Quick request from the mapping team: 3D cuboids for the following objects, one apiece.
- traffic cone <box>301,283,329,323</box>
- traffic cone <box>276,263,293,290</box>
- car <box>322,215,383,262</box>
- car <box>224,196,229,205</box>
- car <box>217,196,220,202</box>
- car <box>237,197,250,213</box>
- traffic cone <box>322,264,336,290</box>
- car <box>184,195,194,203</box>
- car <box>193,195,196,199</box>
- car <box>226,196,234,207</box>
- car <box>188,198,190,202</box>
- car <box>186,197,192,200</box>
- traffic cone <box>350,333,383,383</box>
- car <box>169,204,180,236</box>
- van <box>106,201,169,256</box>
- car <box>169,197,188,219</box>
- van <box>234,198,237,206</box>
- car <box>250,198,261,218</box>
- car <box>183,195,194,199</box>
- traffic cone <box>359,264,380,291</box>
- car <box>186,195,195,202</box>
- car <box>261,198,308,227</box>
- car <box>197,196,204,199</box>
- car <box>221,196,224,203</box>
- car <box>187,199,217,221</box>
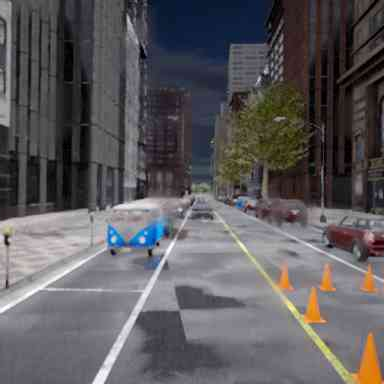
[{"bbox_3d":[2.178,1.994,5.982,0.340,0.580,0.340,1,0,1],"label":"traffic cone"},{"bbox_3d":[2.224,1.998,7.981,0.340,0.580,0.340,1,0,1],"label":"traffic cone"},{"bbox_3d":[6.471,1.549,12.582,1.967,1.590,4.097,1,0,1],"label":"car"},{"bbox_3d":[7.633,1.874,63.322,1.947,1.339,4.313,1,0,1],"label":"car"},{"bbox_3d":[8.150,2.006,85.875,1.947,1.339,4.313,1,0,1],"label":"car"},{"bbox_3d":[7.118,1.648,40.772,1.967,1.590,4.097,1,0,1],"label":"car"},{"bbox_3d":[3.223,2.011,7.957,0.340,0.580,0.340,1,0,1],"label":"traffic cone"},{"bbox_3d":[-0.628,1.577,74.805,2.192,1.841,5.009,1,0,1],"label":"car"},{"bbox_3d":[-0.887,1.511,63.530,2.192,1.841,5.009,1,0,1],"label":"car"},{"bbox_3d":[7.503,1.859,57.686,1.802,1.307,4.206,1,0,1],"label":"car"},{"bbox_3d":[-1.535,1.619,35.343,1.887,1.381,4.507,1,0,1],"label":"car"},{"bbox_3d":[-1.277,1.699,46.618,1.802,1.307,4.206,1,0,1],"label":"car"},{"bbox_3d":[2.132,1.990,3.982,0.340,0.580,0.340,1,0,1],"label":"traffic cone"},{"bbox_3d":[-1.924,1.579,18.430,1.947,1.339,4.313,1,0,1],"label":"car"},{"bbox_3d":[-2.049,1.338,12.794,1.690,1.788,3.998,1,0,1],"label":"van"},{"bbox_3d":[-1.663,1.493,29.706,1.967,1.590,4.097,1,0,1],"label":"car"},{"bbox_3d":[7.249,1.570,46.411,1.690,1.788,3.998,1,0,1],"label":"van"},{"bbox_3d":[6.860,1.480,29.496,2.192,1.841,5.009,1,0,1],"label":"car"},{"bbox_3d":[-1.022,1.690,57.723,1.752,1.417,4.829,1,0,1],"label":"car"},{"bbox_3d":[4.223,2.024,7.934,0.340,0.580,0.340,1,0,1],"label":"traffic cone"},{"bbox_3d":[-0.369,1.643,86.079,2.192,1.841,5.009,1,0,1],"label":"car"},{"bbox_3d":[6.731,1.459,23.859,2.192,1.841,5.009,1,0,1],"label":"car"},{"bbox_3d":[2.316,1.861,86.850,2.128,1.511,4.902,1,0,1],"label":"car"},{"bbox_3d":[7.765,1.656,68.963,2.192,1.841,5.009,1,0,1],"label":"car"},{"bbox_3d":[0.895,1.630,28.451,2.033,1.411,5.357,1,0,2],"label":"car"}]
